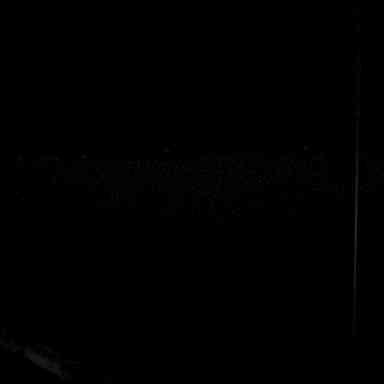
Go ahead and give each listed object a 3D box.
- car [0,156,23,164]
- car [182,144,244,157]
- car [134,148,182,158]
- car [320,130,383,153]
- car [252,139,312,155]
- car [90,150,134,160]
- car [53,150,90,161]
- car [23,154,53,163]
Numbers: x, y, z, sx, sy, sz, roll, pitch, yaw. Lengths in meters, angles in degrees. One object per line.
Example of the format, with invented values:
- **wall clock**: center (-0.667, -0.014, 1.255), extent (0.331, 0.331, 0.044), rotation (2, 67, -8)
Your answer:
- **car**: center (-22.068, -3.826, 42.451), extent (4.674, 1.452, 2.002), rotation (1, 1, 33)
- **car**: center (2.087, -3.357, 28.842), extent (4.892, 1.521, 2.231), rotation (1, 1, 27)
- **car**: center (-2.745, -3.419, 31.299), extent (4.674, 1.452, 2.002), rotation (1, 1, 28)
- **car**: center (12.269, -3.343, 24.061), extent (5.566, 2.045, 2.435), rotation (2, 1, 25)
- **car**: center (7.168, -3.361, 26.399), extent (4.553, 1.767, 2.185), rotation (1, 1, 26)
- **car**: center (-7.609, -3.530, 33.906), extent (4.792, 1.488, 2.163), rotation (1, 1, 29)
- **car**: center (-12.602, -3.789, 36.706), extent (4.553, 1.767, 2.185), rotation (1, 1, 31)
- **car**: center (-17.356, -3.765, 39.522), extent (5.008, 1.535, 2.097), rotation (1, 1, 32)
